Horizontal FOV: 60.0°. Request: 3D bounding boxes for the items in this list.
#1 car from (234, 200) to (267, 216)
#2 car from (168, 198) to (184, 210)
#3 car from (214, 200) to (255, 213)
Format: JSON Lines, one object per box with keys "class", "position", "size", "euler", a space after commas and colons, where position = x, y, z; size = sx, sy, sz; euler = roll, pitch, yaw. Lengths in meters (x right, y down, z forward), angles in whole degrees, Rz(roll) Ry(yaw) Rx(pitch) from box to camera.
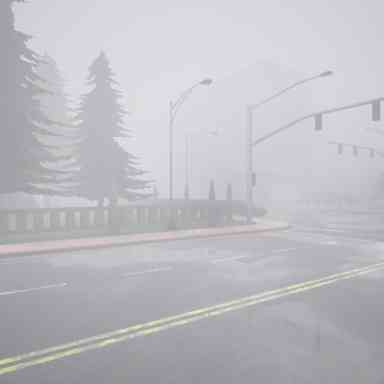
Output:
{"class": "car", "position": [4.921, 1.505, 31.395], "size": [1.837, 1.490, 4.892], "euler": [0, 0, -35]}
{"class": "car", "position": [-1.228, 1.504, 40.045], "size": [1.837, 1.490, 4.892], "euler": [0, 0, -35]}
{"class": "car", "position": [4.757, 1.601, 37.667], "size": [1.895, 1.301, 4.718], "euler": [0, 0, -35]}
